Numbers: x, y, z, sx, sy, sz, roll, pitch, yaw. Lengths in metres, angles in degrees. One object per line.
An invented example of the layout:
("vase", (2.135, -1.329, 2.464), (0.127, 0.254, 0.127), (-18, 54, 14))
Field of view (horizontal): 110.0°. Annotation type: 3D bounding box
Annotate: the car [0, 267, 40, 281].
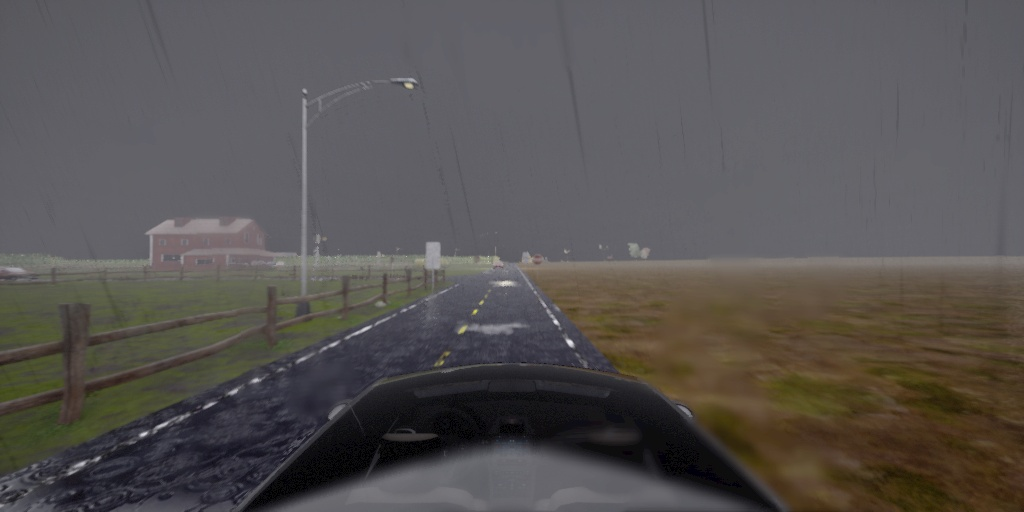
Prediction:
("car", (-51.855, 1.824, 37.010), (4.674, 1.442, 1.812), (0, -1, 0))
